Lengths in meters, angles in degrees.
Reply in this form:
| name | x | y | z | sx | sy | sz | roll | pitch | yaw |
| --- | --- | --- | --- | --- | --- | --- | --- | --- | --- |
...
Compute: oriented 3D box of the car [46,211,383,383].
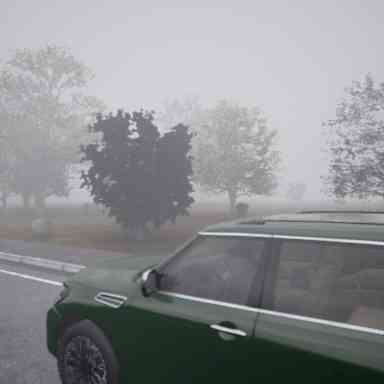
| name | x | y | z | sx | sy | sz | roll | pitch | yaw |
| --- | --- | --- | --- | --- | --- | --- | --- | --- | --- |
| car | 0.945 | 1.212 | 3.216 | 5.566 | 2.045 | 2.150 | 0 | 0 | 35 |
